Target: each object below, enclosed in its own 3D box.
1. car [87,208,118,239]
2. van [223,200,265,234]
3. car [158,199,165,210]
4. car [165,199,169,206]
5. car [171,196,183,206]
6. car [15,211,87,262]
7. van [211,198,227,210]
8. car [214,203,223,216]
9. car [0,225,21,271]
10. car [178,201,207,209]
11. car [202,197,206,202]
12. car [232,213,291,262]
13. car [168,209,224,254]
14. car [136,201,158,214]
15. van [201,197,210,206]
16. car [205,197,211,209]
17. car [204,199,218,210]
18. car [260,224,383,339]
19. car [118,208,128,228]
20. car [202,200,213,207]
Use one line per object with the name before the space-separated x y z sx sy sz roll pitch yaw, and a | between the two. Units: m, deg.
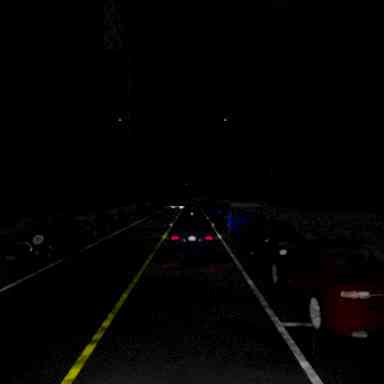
car | -5.669 1.720 18.036 2.008 1.369 4.403 0 -1 0
van | 2.854 1.510 18.039 1.690 1.788 3.998 0 -1 0
car | -5.661 2.060 51.928 1.802 1.307 4.206 0 0 0
car | -5.657 2.182 68.875 1.947 1.339 4.313 0 0 0
car | -2.987 1.836 68.471 2.150 2.045 5.566 0 0 0
car | -5.671 1.557 12.388 1.967 1.590 4.097 0 -1 0
van | 2.857 1.616 29.336 1.690 1.788 3.998 0 -1 0
car | 2.857 1.767 23.686 1.887 1.381 4.507 0 -1 0
car | -5.671 1.615 6.738 2.008 1.369 4.403 0 -1 0
car | 0.007 1.819 28.988 2.033 1.411 5.357 0 -1 0
car | 2.861 1.744 46.281 2.192 1.841 5.009 0 0 0
car | 2.855 1.682 12.389 1.947 1.339 4.313 0 -1 0
car | 0.004 1.679 13.989 2.033 1.411 5.357 0 -1 0
car | -5.664 1.924 40.631 1.887 1.381 4.507 0 -1 0
van | 2.867 1.957 68.876 1.690 1.788 3.998 0 0 0
car | 2.859 1.643 34.984 2.192 1.841 5.009 0 -1 0
car | 2.863 1.918 51.929 1.967 1.590 4.097 0 0 0
car | 2.853 1.608 6.741 1.887 1.381 4.507 0 -1 0
car | -5.668 1.804 23.684 1.802 1.307 4.206 0 -1 0
car | 2.867 2.154 63.225 1.802 1.307 4.206 0 0 0
